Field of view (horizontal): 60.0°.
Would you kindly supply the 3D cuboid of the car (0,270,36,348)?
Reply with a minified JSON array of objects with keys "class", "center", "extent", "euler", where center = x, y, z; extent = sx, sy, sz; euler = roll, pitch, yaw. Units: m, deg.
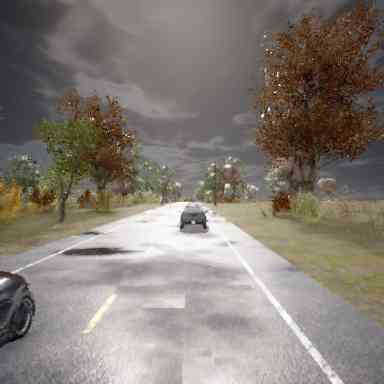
[{"class":"car","center":[-3.594,1.609,3.856],"extent":[1.994,1.385,4.181],"euler":[0,-1,0]}]

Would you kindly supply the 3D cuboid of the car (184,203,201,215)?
[{"class":"car","center":[0.102,2.094,41.397],"extent":[1.994,1.385,4.181],"euler":[0,-1,0]}]

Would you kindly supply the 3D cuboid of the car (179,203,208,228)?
[{"class":"car","center":[0.097,1.800,24.448],"extent":[1.837,1.490,4.892],"euler":[0,-1,0]}]
